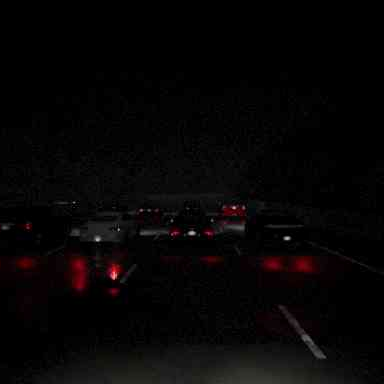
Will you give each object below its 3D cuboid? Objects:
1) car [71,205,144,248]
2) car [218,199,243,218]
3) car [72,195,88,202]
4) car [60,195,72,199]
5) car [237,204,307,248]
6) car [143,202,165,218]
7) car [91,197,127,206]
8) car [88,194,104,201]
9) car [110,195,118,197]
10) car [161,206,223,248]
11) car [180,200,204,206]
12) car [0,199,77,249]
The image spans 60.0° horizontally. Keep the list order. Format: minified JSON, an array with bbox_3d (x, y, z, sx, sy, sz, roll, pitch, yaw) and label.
[{"bbox_3d":[-3.500,1.530,14.650,1.812,1.442,4.674,0,0,0],"label":"car"},{"bbox_3d":[3.500,1.364,29.620,2.097,1.767,4.553,0,0,0],"label":"car"},{"bbox_3d":[-24.500,1.448,74.673,1.837,1.490,4.892,0,0,0],"label":"car"},{"bbox_3d":[-28.000,1.473,74.673,2.128,1.511,4.902,0,0,0],"label":"car"},{"bbox_3d":[3.500,1.492,14.650,2.128,1.511,4.902,0,0,0],"label":"car"},{"bbox_3d":[-3.500,1.561,29.650,2.033,1.411,5.357,0,0,0],"label":"car"},{"bbox_3d":[-7.000,1.492,29.650,2.128,1.511,4.902,0,0,0],"label":"car"},{"bbox_3d":[-21.000,1.303,74.703,2.097,1.767,4.553,0,0,0],"label":"car"},{"bbox_3d":[-17.500,1.488,74.673,2.033,1.411,5.357,0,0,0],"label":"car"},{"bbox_3d":[0.000,1.560,14.650,2.033,1.411,5.357,0,0,0],"label":"car"},{"bbox_3d":[0.000,1.514,29.650,1.837,1.490,4.892,0,0,0],"label":"car"},{"bbox_3d":[-7.000,1.363,14.620,2.097,1.767,4.553,0,0,0],"label":"car"}]
